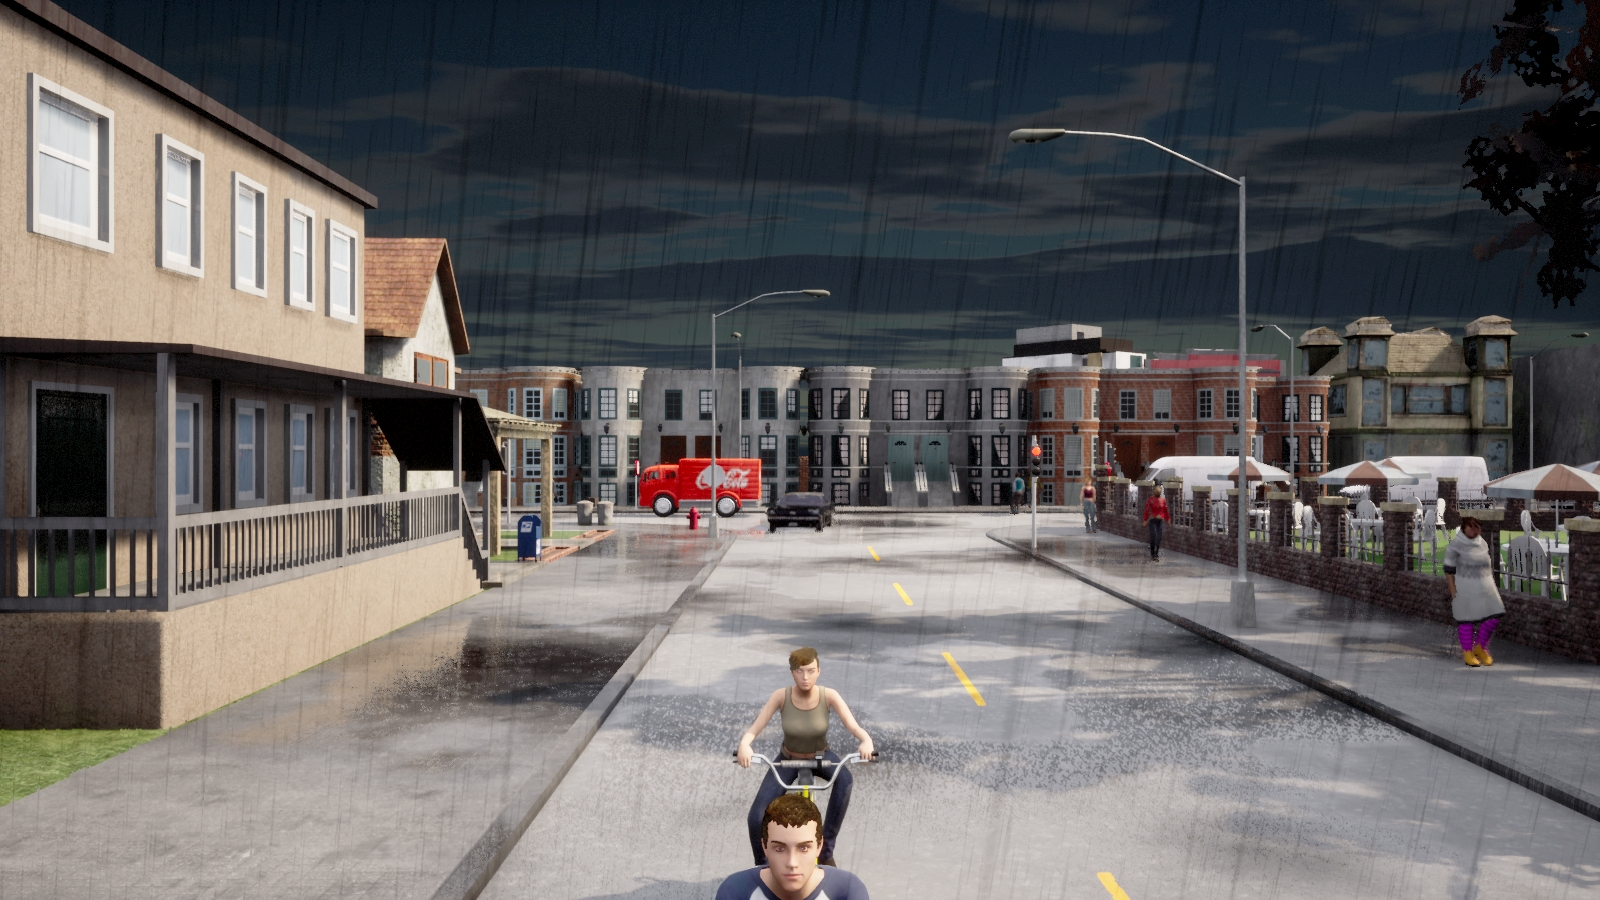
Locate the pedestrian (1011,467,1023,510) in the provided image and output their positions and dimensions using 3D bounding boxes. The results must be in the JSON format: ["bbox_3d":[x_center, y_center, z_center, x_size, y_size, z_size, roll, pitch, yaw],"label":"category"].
[{"bbox_3d":[9.305,1.649,48.935,0.375,1.860,0.375,0,0,-14],"label":"pedestrian"}]

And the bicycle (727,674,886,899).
[{"bbox_3d":[0.033,2.040,6.906,0.859,1.080,1.487,0,0,0],"label":"bicycle"}]

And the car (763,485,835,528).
[{"bbox_3d":[0.031,1.952,40.329,1.895,1.301,4.718,0,0,8],"label":"car"}]

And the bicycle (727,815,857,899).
[{"bbox_3d":[-0.022,1.938,3.212,0.373,1.296,1.643,0,0,0],"label":"bicycle"}]

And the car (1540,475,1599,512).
[{"bbox_3d":[34.826,1.862,48.883,4.892,1.480,2.231,0,0,0],"label":"car"}]

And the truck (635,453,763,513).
[{"bbox_3d":[-4.253,1.368,48.833,5.204,2.467,2.627,0,0,1],"label":"truck"}]

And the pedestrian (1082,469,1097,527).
[{"bbox_3d":[9.265,1.532,36.588,0.375,1.860,0.375,0,0,1],"label":"pedestrian"}]

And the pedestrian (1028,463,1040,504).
[{"bbox_3d":[10.745,1.546,52.409,0.375,1.860,0.375,0,0,-33],"label":"pedestrian"}]

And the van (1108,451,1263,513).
[{"bbox_3d":[16.425,1.335,48.876,5.915,2.561,1.988,0,0,0],"label":"van"}]

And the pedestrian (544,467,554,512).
[{"bbox_3d":[-10.542,1.648,48.032,0.375,1.860,0.375,0,0,-4],"label":"pedestrian"}]

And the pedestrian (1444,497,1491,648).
[{"bbox_3d":[8.421,1.529,14.416,0.375,1.860,0.375,0,0,2],"label":"pedestrian"}]

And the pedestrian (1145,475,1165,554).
[{"bbox_3d":[8.479,1.527,27.274,0.375,1.860,0.375,0,0,3],"label":"pedestrian"}]

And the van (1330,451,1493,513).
[{"bbox_3d":[26.092,1.335,48.888,5.915,2.561,1.988,0,0,0],"label":"van"}]
